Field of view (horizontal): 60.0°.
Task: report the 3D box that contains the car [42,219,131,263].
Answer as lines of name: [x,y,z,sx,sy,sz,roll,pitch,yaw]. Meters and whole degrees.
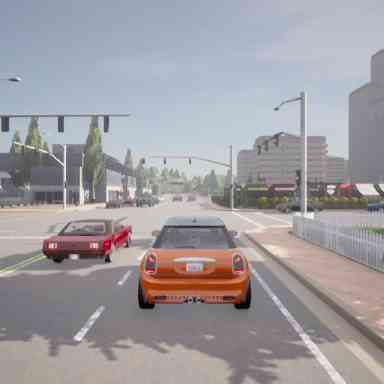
car: [-3.420,1.599,11.911,1.895,1.301,4.718,0,0,0]

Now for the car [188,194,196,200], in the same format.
car: [-0.031,1.384,87.628,2.128,1.511,4.902,0,0,0]

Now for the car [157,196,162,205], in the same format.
car: [-7.093,1.554,60.483,1.994,1.385,4.181,0,0,0]

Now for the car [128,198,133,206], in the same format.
car: [-10.605,1.592,55.013,1.895,1.301,4.718,0,0,0]

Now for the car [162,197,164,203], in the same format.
car: [-7.025,1.513,70.808,1.812,1.442,4.674,0,0,0]

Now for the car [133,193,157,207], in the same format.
car: [-7.114,1.213,51.077,2.150,2.045,5.566,0,0,1]

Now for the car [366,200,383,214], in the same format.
car: [20.903,1.472,34.917,5.008,1.535,1.882,0,0,-2]

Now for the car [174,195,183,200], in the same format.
car: [-3.531,1.411,87.625,1.994,1.385,4.181,0,0,0]

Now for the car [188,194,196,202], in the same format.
car: [-0.028,1.519,77.352,2.033,1.411,5.357,0,0,0]

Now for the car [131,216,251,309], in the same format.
car: [0.061,1.351,8.017,2.097,1.767,4.553,0,0,0]

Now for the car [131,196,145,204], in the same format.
car: [-10.569,1.554,64.961,1.994,1.385,4.181,0,0,0]

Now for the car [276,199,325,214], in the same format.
car: [11.259,1.486,34.676,4.902,1.511,2.128,0,0,-1]

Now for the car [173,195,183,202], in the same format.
car: [-3.528,1.501,77.670,1.812,1.442,4.674,0,0,0]

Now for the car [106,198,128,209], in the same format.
car: [-10.614,1.557,46.251,1.994,1.385,4.181,0,0,0]
